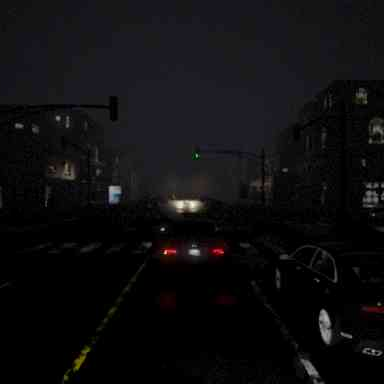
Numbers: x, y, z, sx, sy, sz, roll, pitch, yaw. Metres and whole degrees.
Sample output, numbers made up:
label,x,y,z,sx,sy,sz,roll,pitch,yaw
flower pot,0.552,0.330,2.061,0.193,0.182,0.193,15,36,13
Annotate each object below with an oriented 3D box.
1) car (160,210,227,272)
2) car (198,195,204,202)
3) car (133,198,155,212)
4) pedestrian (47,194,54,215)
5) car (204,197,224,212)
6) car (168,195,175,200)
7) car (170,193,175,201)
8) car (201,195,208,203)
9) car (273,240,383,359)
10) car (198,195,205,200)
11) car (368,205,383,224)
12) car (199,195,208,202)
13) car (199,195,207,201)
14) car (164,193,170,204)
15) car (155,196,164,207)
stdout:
label,x,y,z,sx,sy,sz,roll,pitch,yaw
car,-0.053,1.541,10.780,2.033,1.411,5.357,0,0,-3
car,2.699,1.514,65.966,2.008,1.369,4.403,0,0,0
car,-5.683,1.558,38.370,1.802,1.307,4.206,0,0,0
pedestrian,-12.549,1.111,29.504,0.375,1.860,0.375,0,-1,1
car,2.697,1.543,38.356,1.947,1.339,4.313,0,0,0
car,-5.680,1.481,93.420,1.752,1.417,4.829,0,0,0
car,-5.679,1.273,82.546,2.192,1.841,5.009,0,0,0
car,2.698,1.553,49.399,1.802,1.307,4.206,0,0,0
car,2.696,1.547,5.966,2.008,1.369,4.403,0,0,0
car,2.701,1.538,93.575,1.802,1.307,4.206,0,0,0
car,15.613,1.296,23.534,5.566,2.045,2.150,0,0,1
car,2.701,1.400,77.009,1.967,1.590,4.097,0,0,0
car,2.700,1.509,82.532,2.008,1.369,4.403,0,0,0
car,-5.681,1.405,60.457,1.967,1.590,4.097,0,0,0
car,-5.682,1.521,49.413,2.008,1.369,4.403,0,0,0
